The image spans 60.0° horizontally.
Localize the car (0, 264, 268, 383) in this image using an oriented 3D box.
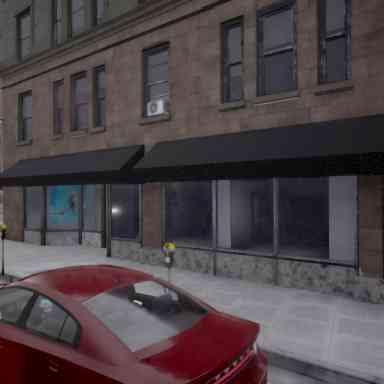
[{"bbox_3d":[-1.396,1.545,3.861,4.507,1.381,1.887,0,0,36],"label":"car"}]
